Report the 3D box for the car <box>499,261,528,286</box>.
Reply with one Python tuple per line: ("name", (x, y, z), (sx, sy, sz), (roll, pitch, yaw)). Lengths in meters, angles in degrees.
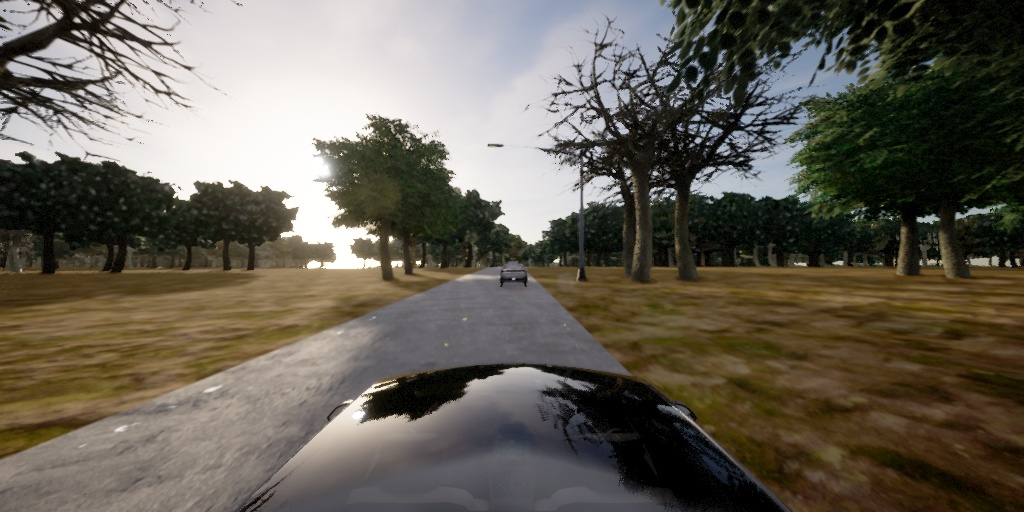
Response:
("car", (0.106, 1.284, 25.571), (2.128, 1.511, 4.902), (0, 0, 0))
